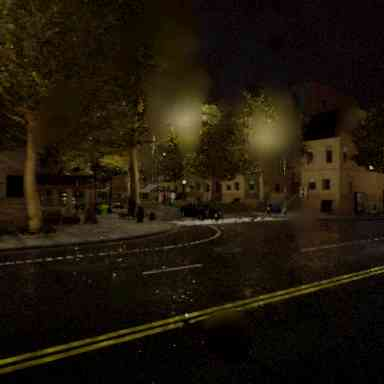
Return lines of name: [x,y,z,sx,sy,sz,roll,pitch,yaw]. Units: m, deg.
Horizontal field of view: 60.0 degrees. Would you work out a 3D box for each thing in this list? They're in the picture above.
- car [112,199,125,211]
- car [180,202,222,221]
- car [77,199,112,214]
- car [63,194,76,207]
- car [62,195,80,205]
car: [-11.185,1.700,46.239,2.033,1.411,5.357,1,0,-35]
car: [0.699,1.665,29.038,1.837,1.490,4.892,1,0,-32]
car: [-12.354,1.599,41.745,2.231,1.521,4.892,1,0,-35]
car: [-20.145,1.345,53.829,2.435,2.045,5.566,1,0,-35]
car: [-23.086,1.507,63.309,2.097,1.767,4.553,1,0,-35]
